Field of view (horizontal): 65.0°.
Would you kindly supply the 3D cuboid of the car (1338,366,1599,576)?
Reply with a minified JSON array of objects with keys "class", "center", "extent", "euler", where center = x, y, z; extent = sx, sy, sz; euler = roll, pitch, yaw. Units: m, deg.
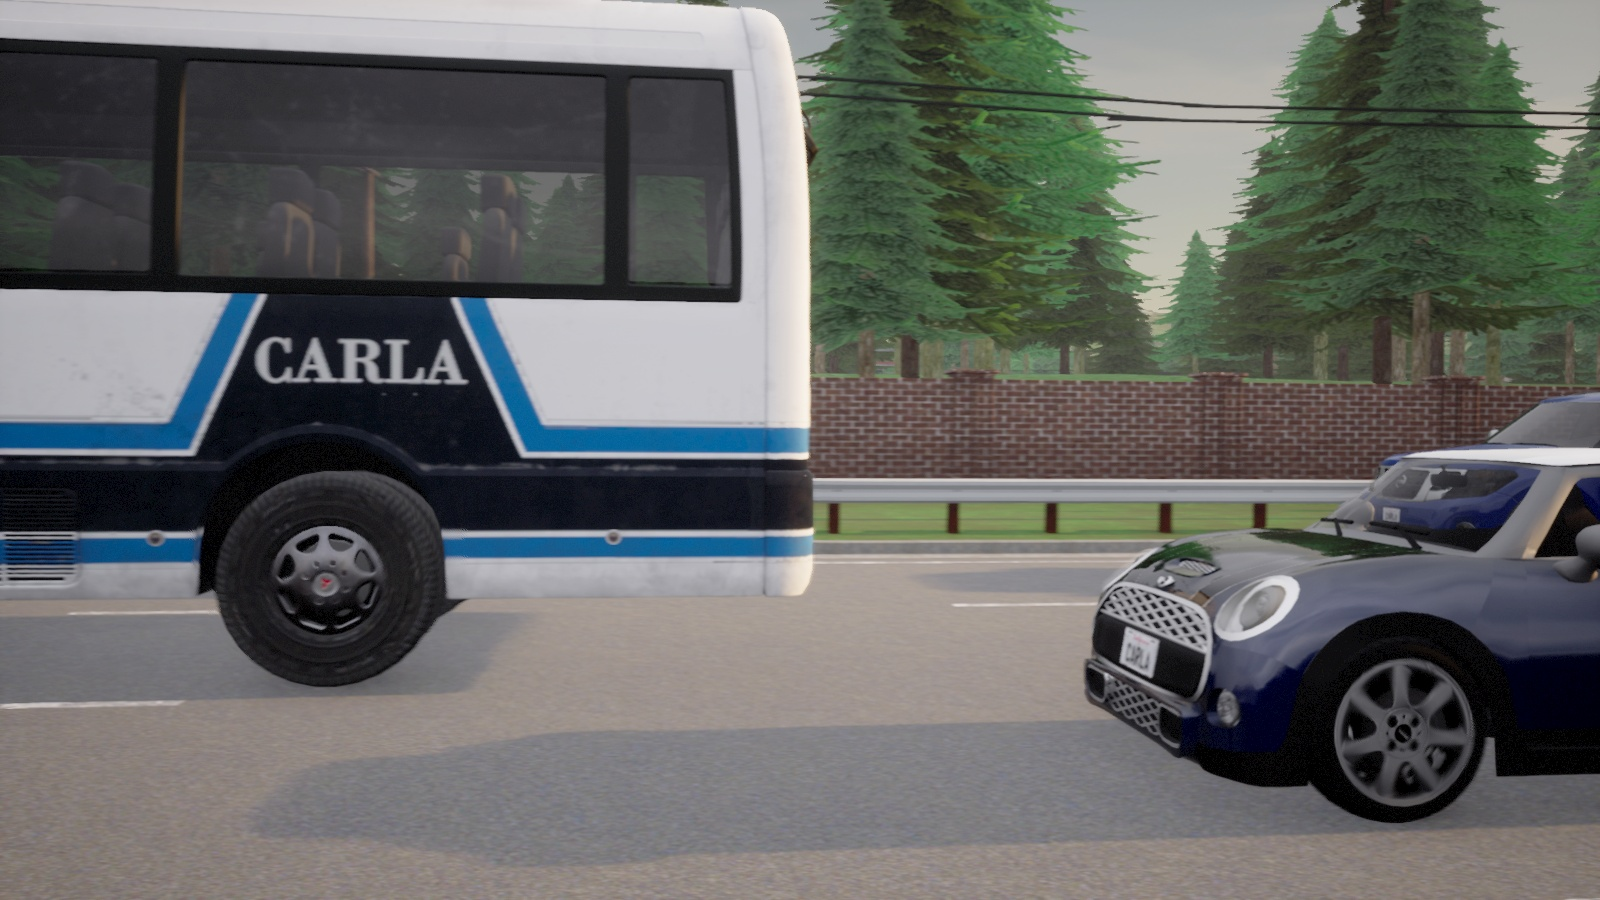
[{"class":"car","center":[9.075,0.149,13.668],"extent":[5.566,2.045,2.150],"euler":[-1,1,-7]}]

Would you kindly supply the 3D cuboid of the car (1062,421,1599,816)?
[{"class":"car","center":[3.417,0.609,5.960],"extent":[3.806,1.475,1.970],"euler":[-1,1,-7]}]

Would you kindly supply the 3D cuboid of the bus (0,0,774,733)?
[{"class":"bus","center":[-5.505,-0.651,8.414],"extent":[10.273,4.253,3.944],"euler":[-1,1,-7]}]
